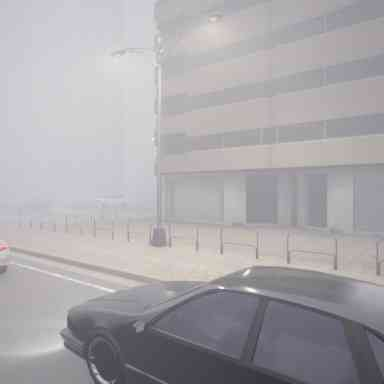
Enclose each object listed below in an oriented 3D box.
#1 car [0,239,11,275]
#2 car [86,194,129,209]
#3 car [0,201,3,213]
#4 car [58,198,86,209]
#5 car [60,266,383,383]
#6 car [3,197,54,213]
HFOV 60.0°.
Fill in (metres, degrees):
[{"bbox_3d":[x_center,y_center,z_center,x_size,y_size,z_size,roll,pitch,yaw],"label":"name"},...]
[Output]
[{"bbox_3d":[-6.747,1.526,9.250,4.674,1.442,1.812,0,0,39],"label":"car"},{"bbox_3d":[-11.278,1.279,46.037,2.150,2.045,5.566,0,0,37],"label":"car"},{"bbox_3d":[-22.787,1.547,36.703,2.128,1.511,4.902,0,0,38],"label":"car"},{"bbox_3d":[-15.672,1.603,46.044,2.033,1.411,5.357,0,0,37],"label":"car"},{"bbox_3d":[0.852,1.547,3.404,5.357,1.411,2.033,0,0,38],"label":"car"},{"bbox_3d":[-18.002,1.407,37.177,2.097,1.767,4.553,0,0,37],"label":"car"}]
